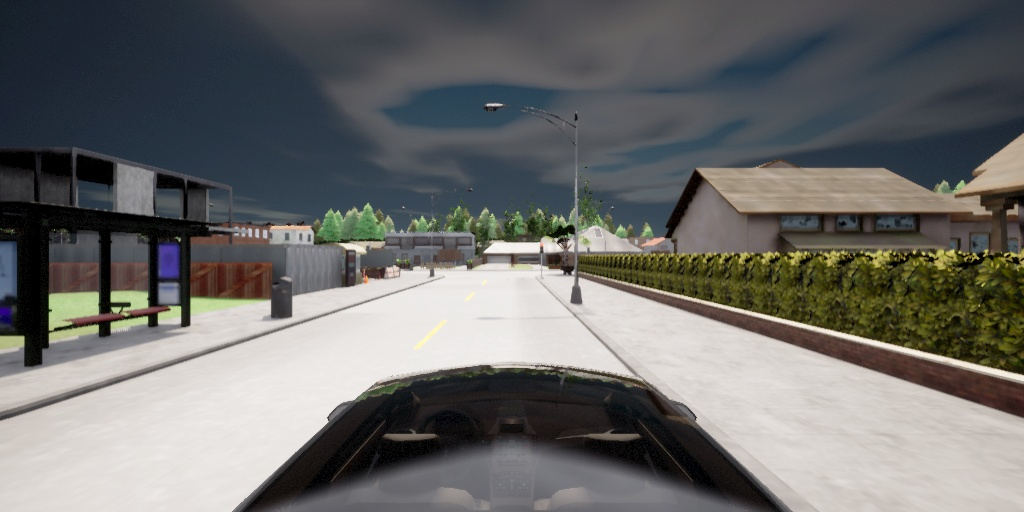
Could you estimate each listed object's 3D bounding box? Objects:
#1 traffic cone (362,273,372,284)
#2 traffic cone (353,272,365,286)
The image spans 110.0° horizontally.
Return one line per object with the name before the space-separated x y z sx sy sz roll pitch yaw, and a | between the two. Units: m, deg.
traffic cone | -9.671 1.564 23.793 0.344 0.586 0.344 0 0 0
traffic cone | -10.391 1.534 24.313 0.344 0.586 0.344 0 0 0
